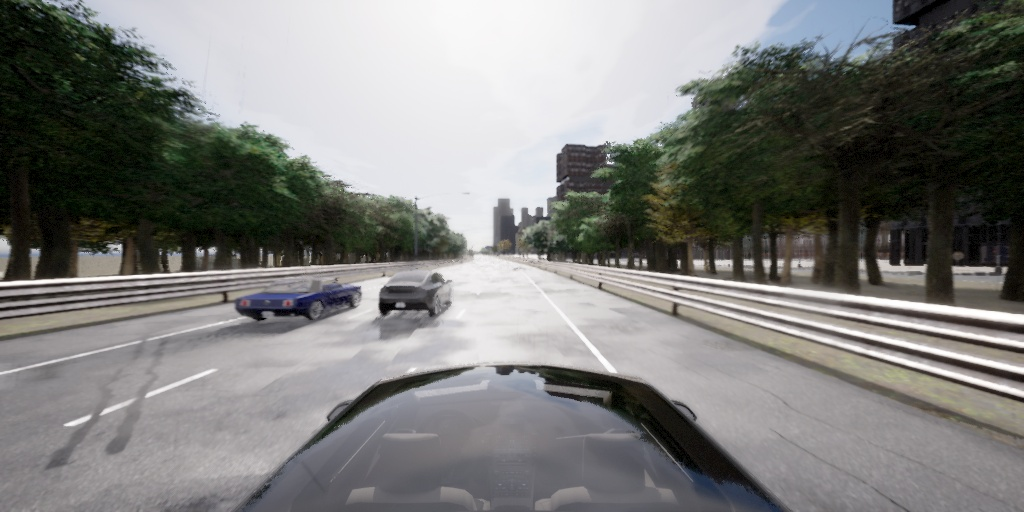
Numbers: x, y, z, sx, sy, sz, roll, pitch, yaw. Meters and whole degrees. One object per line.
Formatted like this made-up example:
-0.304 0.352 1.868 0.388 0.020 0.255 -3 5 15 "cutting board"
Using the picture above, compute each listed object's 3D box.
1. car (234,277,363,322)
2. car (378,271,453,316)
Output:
-6.925 1.376 12.404 1.895 1.301 4.718 0 0 0 "car"
-3.431 1.278 13.429 1.837 1.490 4.892 0 0 0 "car"
